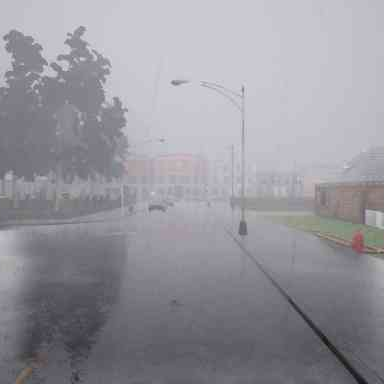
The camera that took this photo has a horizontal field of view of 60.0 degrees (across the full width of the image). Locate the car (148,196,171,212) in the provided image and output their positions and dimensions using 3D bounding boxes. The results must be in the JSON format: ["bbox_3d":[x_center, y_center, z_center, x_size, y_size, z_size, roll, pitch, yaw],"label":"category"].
[{"bbox_3d":[-4.010,1.547,39.787,2.033,1.411,5.357,0,0,0],"label":"car"}]

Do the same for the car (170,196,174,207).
[{"bbox_3d":[-3.948,1.352,50.824,2.097,1.767,4.553,0,0,1],"label":"car"}]
